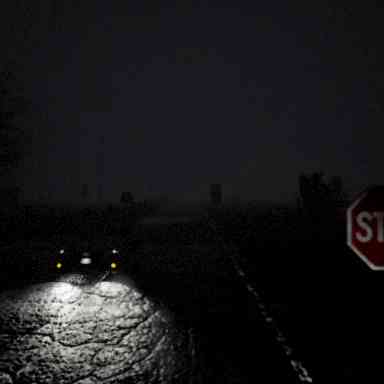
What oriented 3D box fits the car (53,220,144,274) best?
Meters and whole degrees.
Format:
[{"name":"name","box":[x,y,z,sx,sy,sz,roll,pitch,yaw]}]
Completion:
[{"name":"car","box":[-2.744,1.614,10.610,1.994,1.385,4.181,0,0,0]}]
